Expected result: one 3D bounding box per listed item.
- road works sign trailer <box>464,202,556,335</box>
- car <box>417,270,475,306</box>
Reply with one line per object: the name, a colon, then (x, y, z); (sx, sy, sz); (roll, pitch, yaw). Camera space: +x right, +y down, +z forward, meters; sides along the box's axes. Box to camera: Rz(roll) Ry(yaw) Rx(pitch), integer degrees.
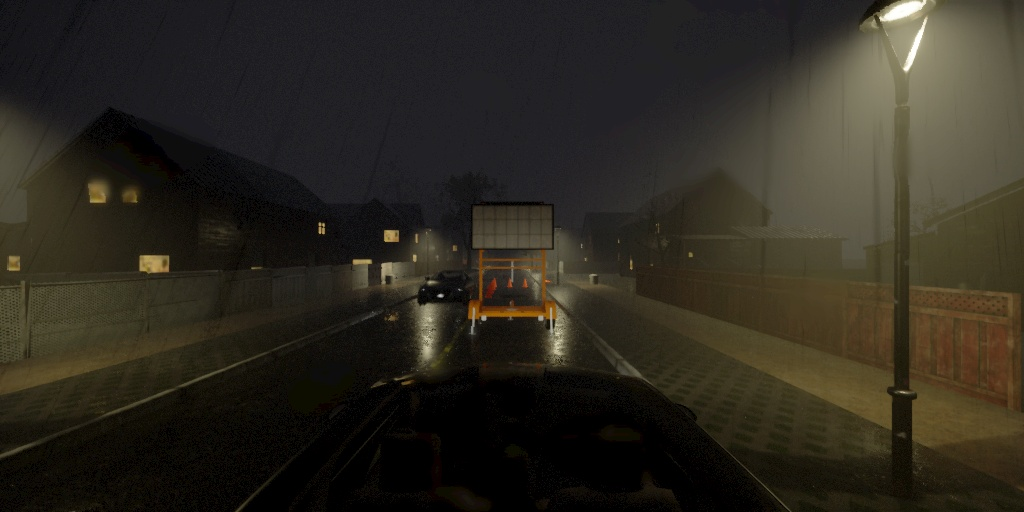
road works sign trailer: (0.012, 0.220, 10.535); (2.380, 3.560, 2.880); (0, 0, 0)
car: (-2.732, 1.331, 15.680); (1.994, 1.385, 4.181); (0, 0, 0)
